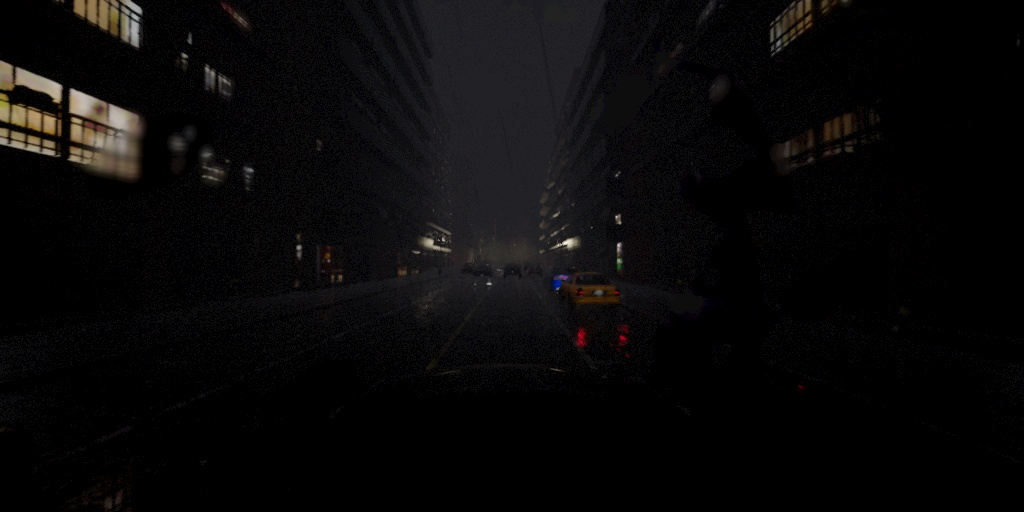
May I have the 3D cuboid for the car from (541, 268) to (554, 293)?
[{"bbox_3d":[3.144,1.417,22.360,1.882,1.535,5.008,0,-1,0],"label":"car"}]

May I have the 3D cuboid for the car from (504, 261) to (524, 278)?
[{"bbox_3d":[0.078,1.584,40.437,1.882,1.535,5.008,0,-1,0],"label":"car"}]

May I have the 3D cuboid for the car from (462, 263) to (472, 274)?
[{"bbox_3d":[-5.697,1.624,48.803,1.967,1.591,4.097,0,0,0],"label":"car"}]

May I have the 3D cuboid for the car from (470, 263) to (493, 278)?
[{"bbox_3d":[-3.083,1.695,39.175,1.895,1.301,4.718,0,-1,0],"label":"car"}]

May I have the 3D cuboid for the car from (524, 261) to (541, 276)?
[{"bbox_3d":[2.710,1.657,43.371,1.751,1.417,4.829,0,0,0],"label":"car"}]

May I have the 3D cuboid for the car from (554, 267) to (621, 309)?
[{"bbox_3d":[3.153,1.334,15.550,1.801,1.575,5.366,0,-1,0],"label":"car"}]
